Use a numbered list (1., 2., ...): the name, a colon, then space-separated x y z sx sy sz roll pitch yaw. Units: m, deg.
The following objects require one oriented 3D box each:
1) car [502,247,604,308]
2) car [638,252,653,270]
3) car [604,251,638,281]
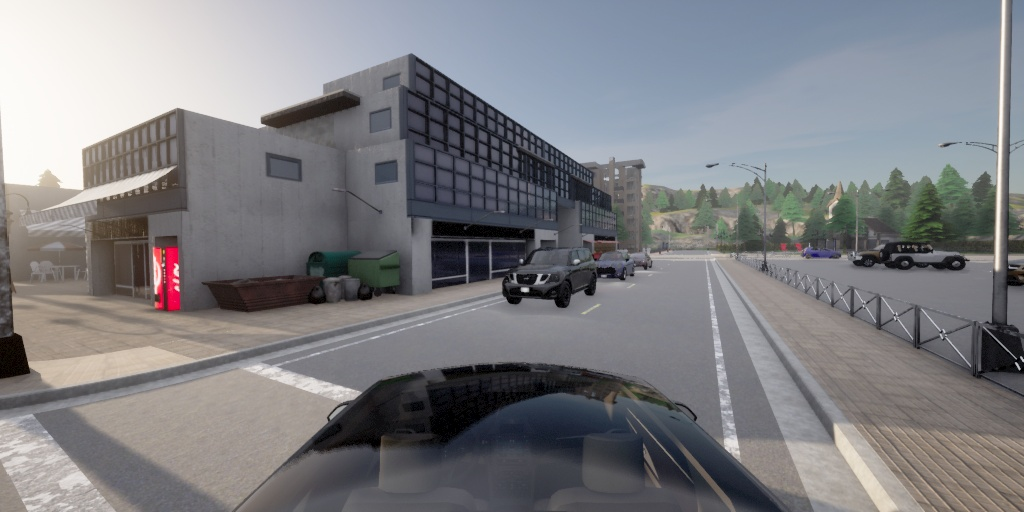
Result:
1. car: 1.718 0.665 14.018 2.150 2.045 5.566 0 2 28
2. car: 11.207 0.394 31.701 1.812 1.442 4.674 0 2 28
3. car: 6.367 0.513 22.686 2.097 1.767 4.553 0 2 28
